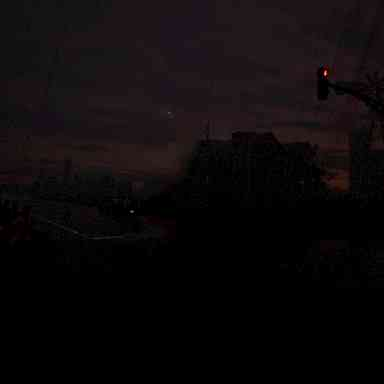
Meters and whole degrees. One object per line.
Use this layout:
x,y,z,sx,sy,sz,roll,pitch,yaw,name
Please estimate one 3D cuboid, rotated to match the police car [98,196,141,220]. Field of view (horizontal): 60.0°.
-5.711,1.151,25.554,1.930,1.638,5.238,1,0,-35,police car
